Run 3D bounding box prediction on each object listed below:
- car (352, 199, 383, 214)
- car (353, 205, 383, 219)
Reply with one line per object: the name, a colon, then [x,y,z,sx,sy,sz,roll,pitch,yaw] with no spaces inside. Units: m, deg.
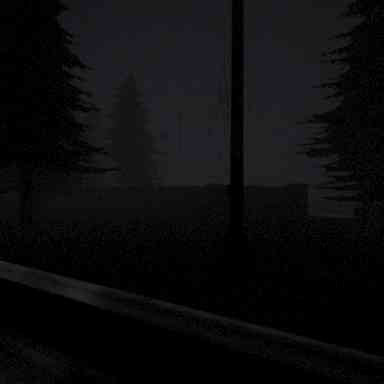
car: [19.144,1.470,33.505,2.033,1.411,5.357,0,0,-26]
car: [15.034,1.433,25.950,2.128,1.511,4.902,0,0,-26]
